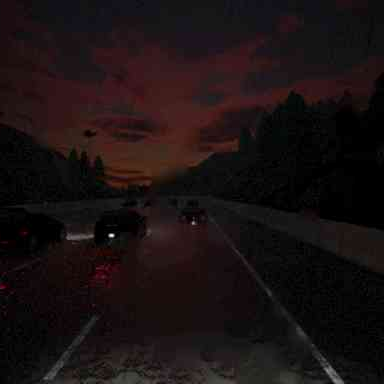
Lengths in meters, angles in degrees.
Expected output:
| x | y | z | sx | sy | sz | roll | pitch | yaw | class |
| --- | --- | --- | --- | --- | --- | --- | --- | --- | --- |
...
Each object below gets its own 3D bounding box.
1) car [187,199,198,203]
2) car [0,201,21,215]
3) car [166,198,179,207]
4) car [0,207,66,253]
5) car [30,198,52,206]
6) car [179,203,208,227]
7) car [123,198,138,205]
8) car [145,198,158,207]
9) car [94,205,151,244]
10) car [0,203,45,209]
| x | y | z | sx | sy | sz | roll | pitch | yaw | class |
| --- | --- | --- | --- | --- | --- | --- | --- | --- | --- |
| 0.104 | 1.864 | 57.337 | 1.994 | 1.385 | 4.181 | 0 | 0 | 0 | car |
| -21.055 | 1.737 | 36.275 | 2.033 | 1.411 | 5.357 | 0 | 0 | 1 | car |
| -3.395 | 1.805 | 57.131 | 1.837 | 1.490 | 4.892 | 0 | 0 | 0 | car |
| -6.900 | 1.578 | 13.921 | 1.837 | 1.490 | 4.892 | 0 | 0 | 0 | car |
| -27.996 | 1.814 | 61.634 | 1.837 | 1.490 | 4.892 | 0 | 0 | 0 | car |
| 0.102 | 1.724 | 23.496 | 1.895 | 1.301 | 4.718 | 0 | 0 | 0 | car |
| -10.394 | 1.787 | 56.417 | 2.128 | 1.511 | 4.902 | 0 | 0 | 0 | car |
| -6.895 | 1.803 | 56.831 | 1.837 | 1.490 | 4.892 | 0 | 0 | 0 | car |
| -3.398 | 1.591 | 16.464 | 1.837 | 1.490 | 4.892 | 0 | 0 | 0 | car |
| -10.399 | 1.577 | 19.005 | 1.882 | 1.535 | 5.008 | 0 | 0 | 0 | car |
